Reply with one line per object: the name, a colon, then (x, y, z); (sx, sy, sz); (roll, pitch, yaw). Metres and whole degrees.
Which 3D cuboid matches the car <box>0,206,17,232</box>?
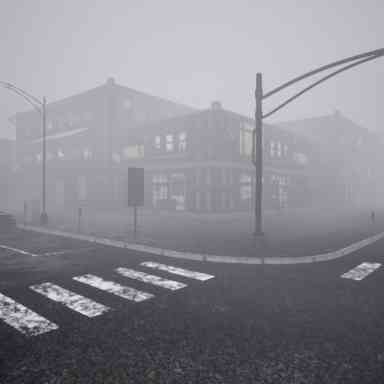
car: (-10.441, 1.338, 16.990); (4.206, 1.307, 1.802); (1, 0, 40)
